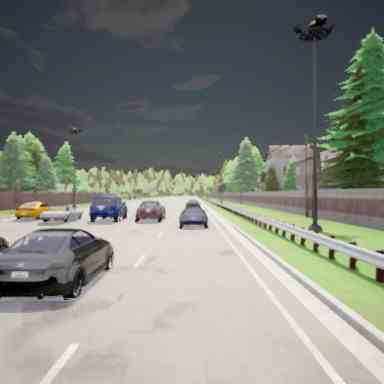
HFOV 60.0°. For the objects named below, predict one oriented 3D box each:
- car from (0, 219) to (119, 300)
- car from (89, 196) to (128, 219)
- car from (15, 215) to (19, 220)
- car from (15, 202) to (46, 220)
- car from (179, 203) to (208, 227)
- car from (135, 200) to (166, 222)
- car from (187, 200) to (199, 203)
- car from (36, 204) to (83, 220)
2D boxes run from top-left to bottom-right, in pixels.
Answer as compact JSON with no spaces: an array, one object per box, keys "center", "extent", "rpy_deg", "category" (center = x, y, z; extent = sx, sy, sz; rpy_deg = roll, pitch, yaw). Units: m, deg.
[{"center":[-3.394,1.612,8.569],"extent":[1.994,1.385,4.181],"rpy_deg":[0,0,0],"category":"car"},{"center":[-6.883,1.377,27.846],"extent":[2.150,2.045,5.566],"rpy_deg":[0,0,0],"category":"car"},{"center":[-6.908,1.577,9.041],"extent":[1.812,1.442,4.674],"rpy_deg":[0,0,0],"category":"car"},{"center":[-13.882,1.645,29.862],"extent":[1.882,1.535,5.008],"rpy_deg":[0,0,0],"category":"car"},{"center":[0.115,1.698,23.816],"extent":[1.994,1.385,4.181],"rpy_deg":[0,0,0],"category":"car"},{"center":[-3.383,1.508,27.891],"extent":[2.097,1.767,4.553],"rpy_deg":[0,0,0],"category":"car"},{"center":[0.125,1.738,41.690],"extent":[1.837,1.490,4.892],"rpy_deg":[0,0,0],"category":"car"},{"center":[-10.384,1.751,26.912],"extent":[1.895,1.301,4.718],"rpy_deg":[0,0,0],"category":"car"}]
